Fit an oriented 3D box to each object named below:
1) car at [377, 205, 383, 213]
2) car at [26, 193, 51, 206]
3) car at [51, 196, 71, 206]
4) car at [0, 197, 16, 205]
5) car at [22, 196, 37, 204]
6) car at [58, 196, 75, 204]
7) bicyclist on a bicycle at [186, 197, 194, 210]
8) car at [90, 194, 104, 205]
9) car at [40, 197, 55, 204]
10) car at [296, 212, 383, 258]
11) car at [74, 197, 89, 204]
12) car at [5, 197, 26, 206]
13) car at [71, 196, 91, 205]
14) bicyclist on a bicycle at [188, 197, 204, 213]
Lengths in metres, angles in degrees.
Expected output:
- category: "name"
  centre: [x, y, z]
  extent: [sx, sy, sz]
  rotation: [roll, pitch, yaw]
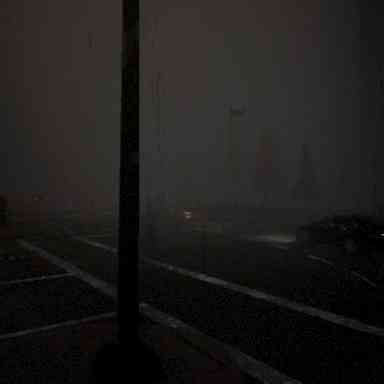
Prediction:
- category: "car"
  centre: [20.500, 1.578, 32.733]
  extent: [5.566, 2.045, 2.150]
  rotation: [1, 0, -36]
- category: "car"
  centre: [-26.168, 1.336, 56.612]
  extent: [2.150, 2.045, 5.566]
  rotation: [1, 0, -35]
- category: "car"
  centre: [-23.919, 1.502, 59.662]
  extent: [2.097, 1.767, 4.553]
  rotation: [1, 0, -35]
- category: "car"
  centre: [-35.155, 1.621, 63.482]
  extent: [2.033, 1.411, 5.357]
  rotation: [1, 0, -35]
- category: "car"
  centre: [-31.611, 1.543, 64.503]
  extent: [1.895, 1.301, 4.718]
  rotation: [1, 0, -35]
- category: "car"
  centre: [-25.874, 1.711, 68.512]
  extent: [2.128, 1.511, 4.902]
  rotation: [1, 0, -35]
- category: "bicyclist on a bicycle"
  centre: [-0.250, 1.556, 44.603]
  extent: [0.582, 1.620, 1.656]
  rotation: [0, 0, 21]
- category: "car"
  centre: [-18.825, 1.441, 64.474]
  extent: [2.150, 2.045, 5.566]
  rotation: [1, 0, -35]
- category: "car"
  centre: [-29.002, 1.746, 66.883]
  extent: [1.895, 1.301, 4.718]
  rotation: [1, 0, -35]
- category: "car"
  centre: [6.205, 1.633, 13.533]
  extent: [1.837, 1.490, 4.892]
  rotation: [3, -1, -16]
- category: "car"
  centre: [-23.934, 1.746, 71.865]
  extent: [1.812, 1.442, 4.674]
  rotation: [1, 0, -35]
- category: "car"
  centre: [-29.507, 1.558, 55.461]
  extent: [1.882, 1.535, 5.008]
  rotation: [1, -1, -35]
- category: "car"
  centre: [-20.780, 1.749, 61.232]
  extent: [1.994, 1.385, 4.181]
  rotation: [1, 0, -35]
- category: "bicyclist on a bicycle"
  centre: [0.746, 1.689, 39.693]
  extent: [1.656, 1.620, 0.582]
  rotation: [0, 0, -23]
